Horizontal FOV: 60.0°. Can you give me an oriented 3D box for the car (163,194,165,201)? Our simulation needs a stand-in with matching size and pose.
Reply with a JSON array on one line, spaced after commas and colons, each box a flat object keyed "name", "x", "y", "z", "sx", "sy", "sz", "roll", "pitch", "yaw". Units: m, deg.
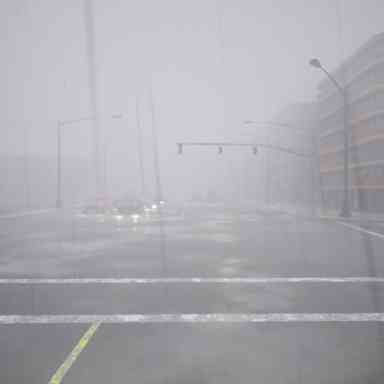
[{"name": "car", "x": -6.167, "y": 1.012, "z": 62.824, "sx": 1.895, "sy": 1.301, "sz": 4.718, "roll": 0, "pitch": 1, "yaw": 1}]

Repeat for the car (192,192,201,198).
[{"name": "car", "x": 0.934, "y": 0.649, "z": 75.778, "sx": 2.033, "sy": 1.411, "sz": 5.357, "roll": 0, "pitch": 1, "yaw": 0}]

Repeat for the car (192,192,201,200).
[{"name": "car", "x": 0.899, "y": 0.959, "z": 65.802, "sx": 1.895, "sy": 1.301, "sz": 4.718, "roll": 0, "pitch": 1, "yaw": 0}]

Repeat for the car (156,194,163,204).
[{"name": "car", "x": -6.242, "y": 1.080, "z": 52.695, "sx": 2.128, "sy": 1.511, "sz": 4.902, "roll": 0, "pitch": 1, "yaw": 0}]

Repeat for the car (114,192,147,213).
[{"name": "car", "x": -6.313, "y": 1.226, "z": 34.531, "sx": 2.097, "sy": 1.767, "sz": 4.553, "roll": 0, "pitch": 1, "yaw": 0}]

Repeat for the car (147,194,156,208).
[{"name": "car", "x": -6.281, "y": 1.277, "z": 43.414, "sx": 1.812, "sy": 1.442, "sz": 4.674, "roll": 0, "pitch": 1, "yaw": 0}]

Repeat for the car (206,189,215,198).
[{"name": "car", "x": 4.437, "y": 0.425, "z": 75.928, "sx": 2.150, "sy": 2.045, "sz": 5.566, "roll": 0, "pitch": 1, "yaw": 0}]

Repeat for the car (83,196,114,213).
[{"name": "car", "x": -9.811, "y": 1.225, "z": 34.876, "sx": 2.097, "sy": 1.767, "sz": 4.553, "roll": 0, "pitch": 1, "yaw": 0}]

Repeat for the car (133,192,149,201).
[{"name": "car", "x": -9.661, "y": 0.896, "z": 63.214, "sx": 2.128, "sy": 1.511, "sz": 4.902, "roll": 0, "pitch": 1, "yaw": 1}]

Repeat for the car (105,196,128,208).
[{"name": "car", "x": -9.780, "y": 1.314, "z": 43.519, "sx": 1.994, "sy": 1.385, "sz": 4.181, "roll": 0, "pitch": 1, "yaw": 0}]

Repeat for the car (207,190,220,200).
[{"name": "car", "x": 4.500, "y": 0.919, "z": 65.945, "sx": 1.994, "sy": 1.385, "sz": 4.181, "roll": 0, "pitch": 1, "yaw": 0}]
